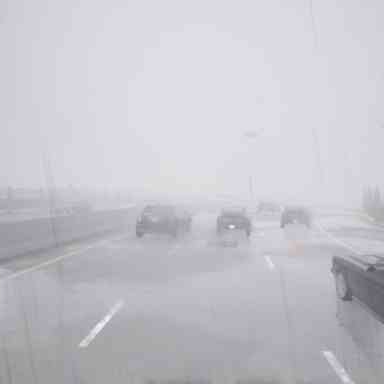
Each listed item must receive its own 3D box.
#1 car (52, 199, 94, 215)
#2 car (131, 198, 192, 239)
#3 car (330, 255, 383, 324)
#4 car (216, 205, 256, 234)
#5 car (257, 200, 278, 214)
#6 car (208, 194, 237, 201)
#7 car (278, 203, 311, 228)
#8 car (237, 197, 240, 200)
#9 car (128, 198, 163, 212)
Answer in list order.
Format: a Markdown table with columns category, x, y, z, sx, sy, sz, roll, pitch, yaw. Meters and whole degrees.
| category | x | y | z | sx | sy | sz | roll | pitch | yaw |
| --- | --- | --- | --- | --- | --- | --- | --- | --- | --- |
| car | -11.822 | 1.510 | 33.293 | 1.837 | 1.490 | 4.892 | 0 | 0 | 19 |
| car | -1.353 | 1.378 | 17.764 | 2.097 | 1.767 | 4.553 | 0 | 0 | 11 |
| car | 3.899 | 1.629 | 5.363 | 1.895 | 1.301 | 4.718 | 0 | 0 | 4 |
| car | 2.595 | 1.553 | 19.554 | 1.837 | 1.490 | 4.892 | 0 | 0 | 13 |
| car | 8.490 | 1.611 | 36.691 | 1.837 | 1.490 | 4.892 | 0 | 0 | 24 |
| car | 4.535 | 1.340 | 51.959 | 2.150 | 2.045 | 5.566 | 0 | -1 | 32 |
| car | 7.040 | 1.579 | 22.786 | 1.837 | 1.490 | 4.892 | 0 | 0 | 16 |
| car | 8.224 | 1.509 | 69.306 | 1.837 | 1.490 | 4.892 | 0 | 0 | 37 |
| car | -5.491 | 1.554 | 40.103 | 1.837 | 1.490 | 4.892 | 0 | -1 | 24 |
